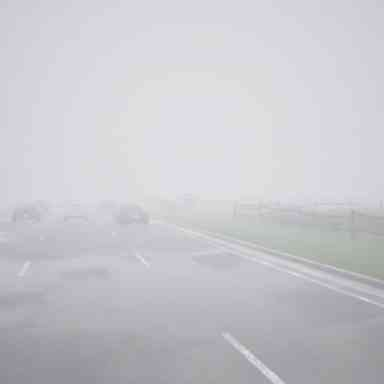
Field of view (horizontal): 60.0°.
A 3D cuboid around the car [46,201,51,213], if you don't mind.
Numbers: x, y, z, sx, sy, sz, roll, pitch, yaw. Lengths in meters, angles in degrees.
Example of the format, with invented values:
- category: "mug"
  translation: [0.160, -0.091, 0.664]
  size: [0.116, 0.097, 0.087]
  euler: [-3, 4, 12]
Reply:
- category: "car"
  translation: [-17.013, 1.584, 37.300]
  size: [1.994, 1.385, 4.181]
  euler: [0, 0, -22]

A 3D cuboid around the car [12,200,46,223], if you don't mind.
- category: "car"
  translation: [-12.819, 1.541, 26.078]
  size: [1.812, 1.442, 4.674]
  euler: [0, 0, -20]

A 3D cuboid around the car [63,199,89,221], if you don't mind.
- category: "car"
  translation: [-9.494, 1.540, 27.197]
  size: [1.812, 1.442, 4.674]
  euler: [0, 0, -20]

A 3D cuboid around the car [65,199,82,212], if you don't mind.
- category: "car"
  translation: [-14.129, 1.545, 39.537]
  size: [1.812, 1.442, 4.674]
  euler: [0, 0, -20]

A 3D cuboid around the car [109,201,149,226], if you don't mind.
- category: "car"
  translation: [-4.415, 1.573, 23.646]
  size: [1.994, 1.385, 4.181]
  euler: [0, 0, -21]

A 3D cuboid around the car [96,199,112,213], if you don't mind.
- category: "car"
  translation: [-9.723, 1.542, 37.769]
  size: [1.812, 1.442, 4.674]
  euler: [0, 0, -20]

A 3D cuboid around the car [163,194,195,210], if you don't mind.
- category: "car"
  translation: [-1.472, 1.226, 40.881]
  size: [3.866, 1.878, 1.905]
  euler: [0, 0, -21]
